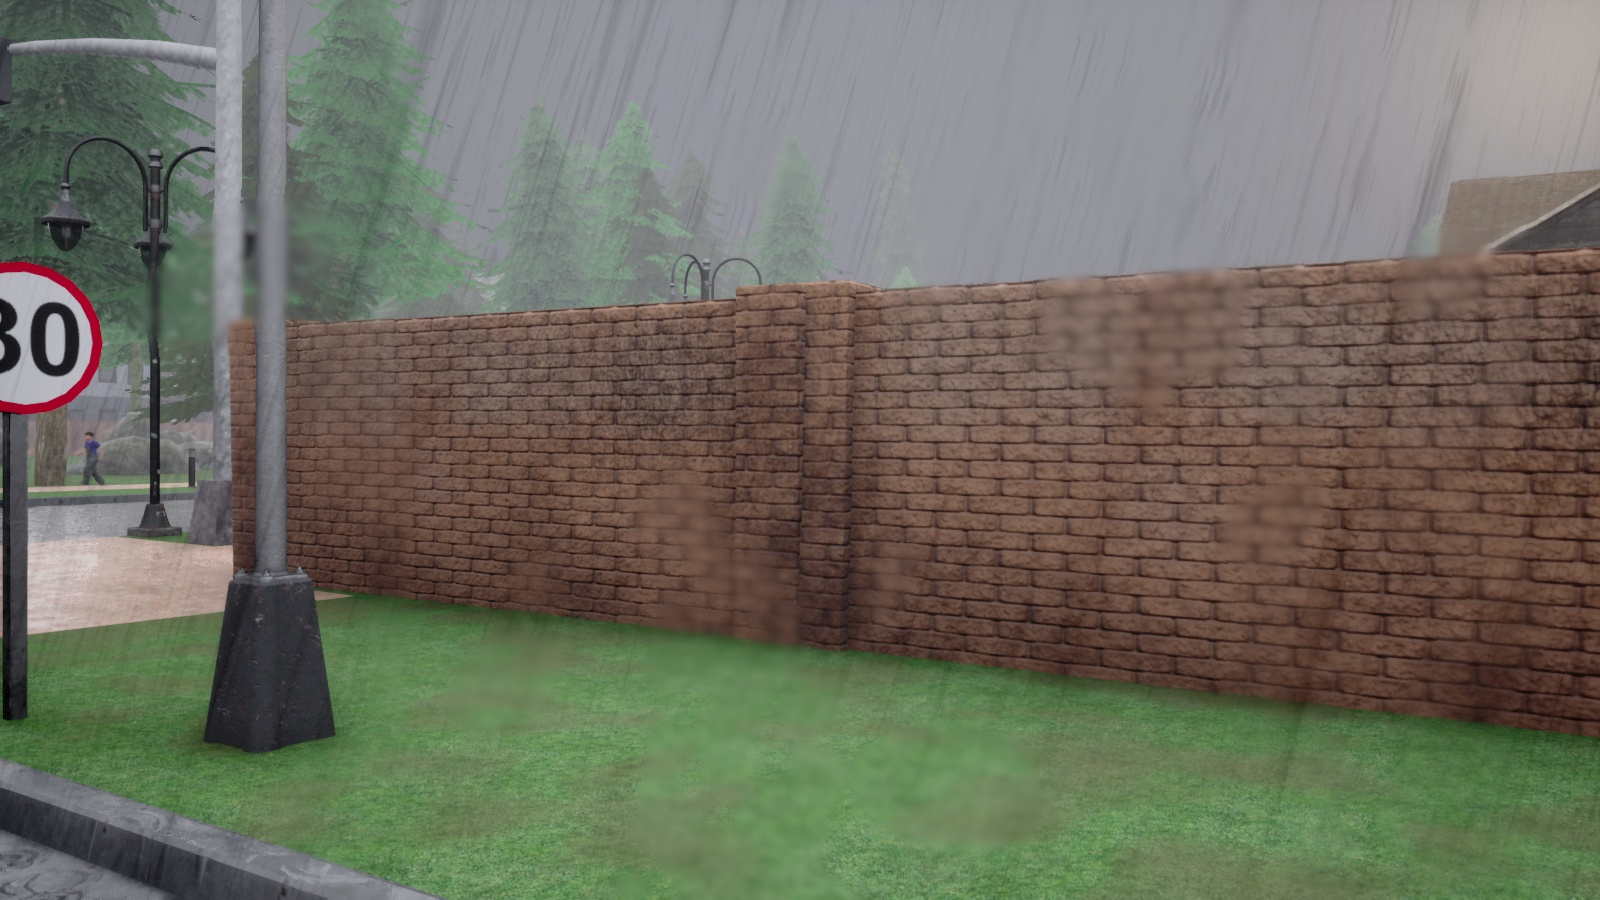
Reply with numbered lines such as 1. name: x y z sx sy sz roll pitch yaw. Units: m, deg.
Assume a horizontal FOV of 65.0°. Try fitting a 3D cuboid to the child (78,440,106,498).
1. child: -15.618 0.415 27.704 0.270 1.263 0.437 0 1 32
